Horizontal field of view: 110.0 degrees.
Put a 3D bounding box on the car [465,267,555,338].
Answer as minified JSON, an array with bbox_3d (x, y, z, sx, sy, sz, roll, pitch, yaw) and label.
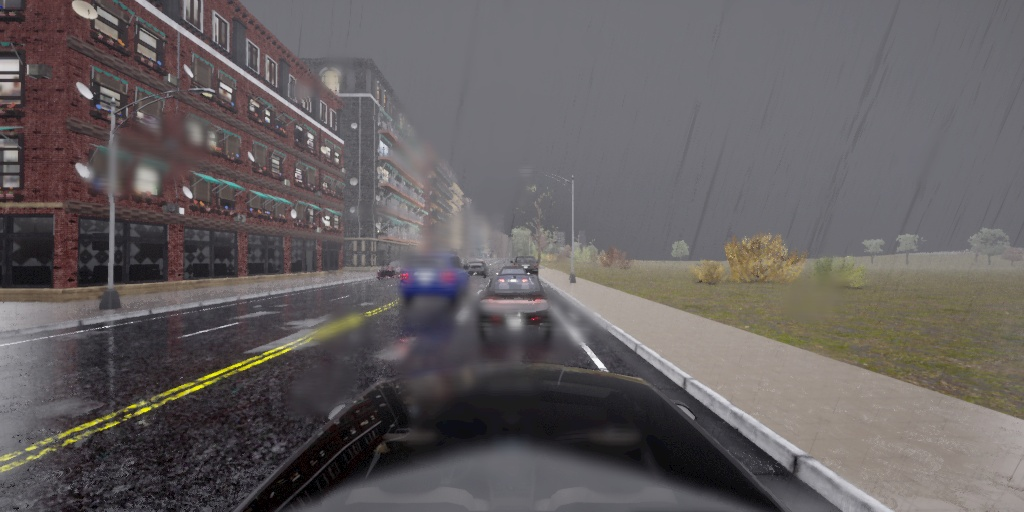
[{"bbox_3d":[0.081,1.243,10.260,2.128,1.511,4.902,0,0,0],"label":"car"}]

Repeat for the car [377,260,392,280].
[{"bbox_3d":[-9.919,1.106,30.852,2.097,1.767,4.553,0,0,0],"label":"car"}]

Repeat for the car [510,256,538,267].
[{"bbox_3d":[1.070,0.979,30.912,2.150,2.045,5.566,0,0,0],"label":"car"}]

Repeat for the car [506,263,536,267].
[{"bbox_3d":[0.060,1.301,20.700,2.033,1.411,5.357,0,0,0],"label":"car"}]

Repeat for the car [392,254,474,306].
[{"bbox_3d":[-3.185,0.970,15.850,2.150,2.045,5.566,0,0,0],"label":"car"}]

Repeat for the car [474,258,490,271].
[{"bbox_3d":[-3.225,1.261,33.884,1.837,1.490,4.892,0,1,0],"label":"car"}]
